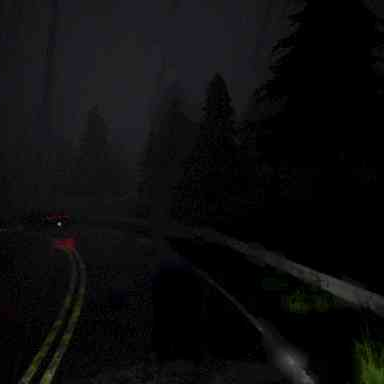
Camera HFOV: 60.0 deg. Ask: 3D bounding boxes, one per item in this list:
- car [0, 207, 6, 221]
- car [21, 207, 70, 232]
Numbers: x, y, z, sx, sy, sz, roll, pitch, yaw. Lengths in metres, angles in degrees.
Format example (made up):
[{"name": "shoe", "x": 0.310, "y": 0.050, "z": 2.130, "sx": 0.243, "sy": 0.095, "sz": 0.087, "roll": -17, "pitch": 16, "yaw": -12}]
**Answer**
[{"name": "car", "x": -21.451, "y": 2.320, "z": 35.974, "sx": 1.837, "sy": 1.490, "sz": 4.892, "roll": -3, "pitch": 0, "yaw": -22}, {"name": "car", "x": -9.960, "y": 1.782, "z": 22.438, "sx": 1.837, "sy": 1.490, "sz": 4.892, "roll": -4, "pitch": 2, "yaw": -44}]
